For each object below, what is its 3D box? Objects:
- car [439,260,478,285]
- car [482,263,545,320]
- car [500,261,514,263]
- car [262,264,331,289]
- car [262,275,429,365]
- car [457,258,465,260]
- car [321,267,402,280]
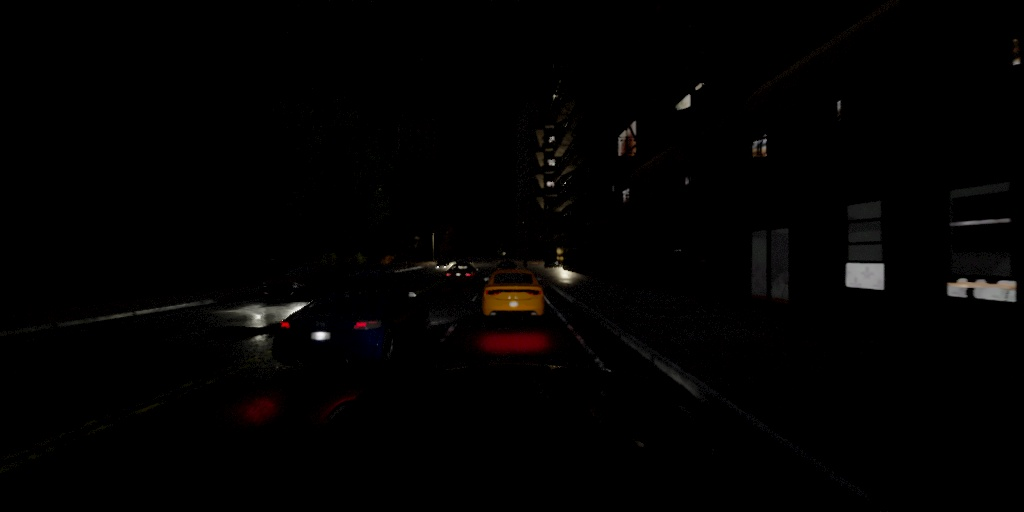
[{"bbox_3d":[-3.490,1.231,25.283,2.033,1.411,5.357,0,0,-2],"label":"car"},{"bbox_3d":[0.024,1.197,12.572,1.882,1.535,5.008,0,0,-1],"label":"car"},{"bbox_3d":[-0.443,1.192,31.379,1.812,1.442,4.674,0,0,-2],"label":"car"},{"bbox_3d":[-9.981,1.181,17.633,1.882,1.535,5.008,0,0,-1],"label":"car"},{"bbox_3d":[-3.203,1.296,8.008,1.994,1.385,4.181,0,0,0],"label":"car"},{"bbox_3d":[-9.195,1.126,64.763,1.812,1.442,4.674,0,0,-5],"label":"car"},{"bbox_3d":[-6.724,1.253,17.333,2.033,1.411,5.357,0,0,-1],"label":"car"}]
